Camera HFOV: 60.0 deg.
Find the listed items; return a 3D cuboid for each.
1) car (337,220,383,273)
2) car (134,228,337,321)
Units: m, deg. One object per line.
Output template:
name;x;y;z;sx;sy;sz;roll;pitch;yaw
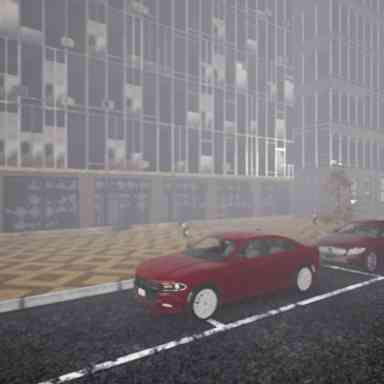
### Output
car;5.571;1.553;10.535;4.206;1.307;1.802;0;0;-36
car;0.937;1.532;7.227;4.507;1.381;1.887;0;0;-36
